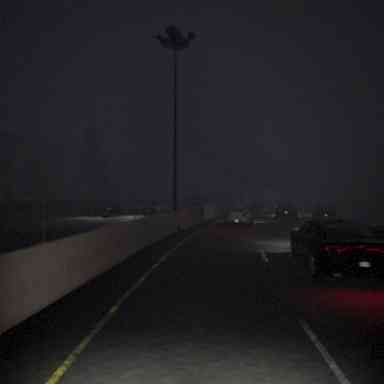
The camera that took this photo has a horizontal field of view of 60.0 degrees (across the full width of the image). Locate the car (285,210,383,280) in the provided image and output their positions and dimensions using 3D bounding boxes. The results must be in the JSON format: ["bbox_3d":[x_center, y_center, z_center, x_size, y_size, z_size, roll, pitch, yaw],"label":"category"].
[{"bbox_3d":[4.346,1.555,10.286,1.882,1.535,5.008,0,0,6],"label":"car"}]

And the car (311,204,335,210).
[{"bbox_3d":[12.595,1.836,32.006,1.895,1.301,4.718,0,0,14],"label":"car"}]

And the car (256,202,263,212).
[{"bbox_3d":[8.073,1.872,42.626,1.895,1.301,4.718,0,0,14],"label":"car"}]

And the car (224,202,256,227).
[{"bbox_3d":[3.457,1.674,24.134,1.812,1.442,4.674,0,0,13],"label":"car"}]

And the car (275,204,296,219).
[{"bbox_3d":[8.789,1.777,31.181,1.994,1.385,4.181,0,0,14],"label":"car"}]

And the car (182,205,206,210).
[{"bbox_3d":[0.423,1.450,41.723,2.150,2.045,5.566,0,0,14],"label":"car"}]
